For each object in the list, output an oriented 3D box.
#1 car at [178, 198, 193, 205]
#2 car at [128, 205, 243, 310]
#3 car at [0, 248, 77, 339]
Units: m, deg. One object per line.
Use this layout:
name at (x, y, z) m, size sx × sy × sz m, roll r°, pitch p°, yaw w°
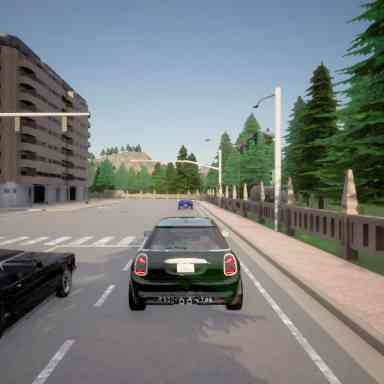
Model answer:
car at (-0.862, 1.477, 44.300) m, size 1.882 × 1.535 × 5.008 m, roll 0°, pitch 0°, yaw -1°
car at (-0.126, 1.352, 7.951) m, size 2.097 × 1.767 × 4.553 m, roll 0°, pitch 0°, yaw 0°
car at (-3.543, 1.601, 5.580) m, size 1.895 × 1.301 × 4.718 m, roll 0°, pitch 0°, yaw -1°
